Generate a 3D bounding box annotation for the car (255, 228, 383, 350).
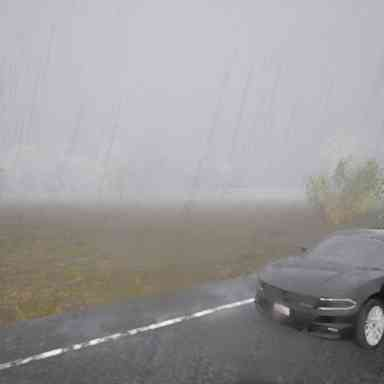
[{"bbox_3d":[3.374,1.477,6.398,5.008,1.535,1.882,0,0,-35],"label":"car"}]
